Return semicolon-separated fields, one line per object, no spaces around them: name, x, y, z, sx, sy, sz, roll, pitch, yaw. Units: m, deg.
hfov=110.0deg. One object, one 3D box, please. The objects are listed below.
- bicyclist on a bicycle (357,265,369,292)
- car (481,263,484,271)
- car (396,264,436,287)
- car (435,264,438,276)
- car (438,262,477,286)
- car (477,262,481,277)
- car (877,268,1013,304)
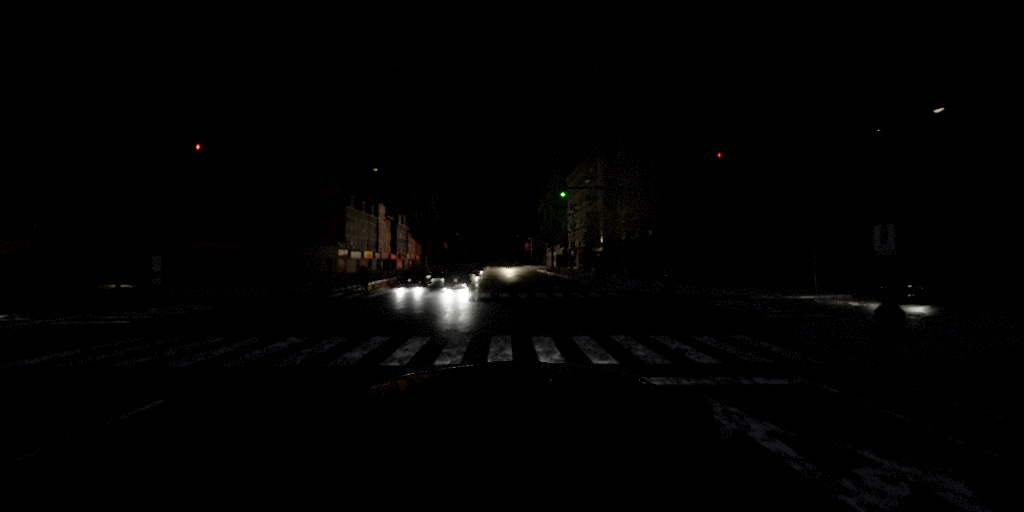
bicyclist on a bicycle;-9.241;1.388;22.294;0.582;1.620;1.656;0;0;-2
car;-5.903;1.868;61.788;1.837;1.490;4.892;0;-1;-3
car;-7.314;1.546;27.201;1.994;1.385;4.181;0;-1;-3
car;-8.008;1.582;39.766;1.882;1.535;5.008;0;0;-3
car;-4.084;1.478;27.664;2.128;1.511;4.902;0;-1;-3
car;-4.877;1.654;42.188;1.812;1.442;4.674;0;0;-3
car;19.675;1.323;16.408;5.008;1.535;1.882;0;-1;-3
